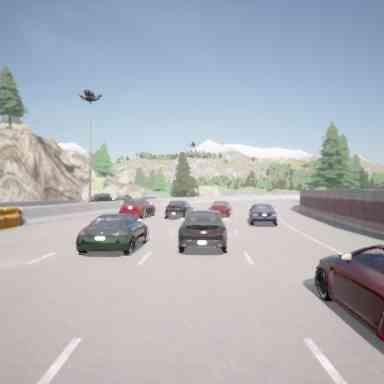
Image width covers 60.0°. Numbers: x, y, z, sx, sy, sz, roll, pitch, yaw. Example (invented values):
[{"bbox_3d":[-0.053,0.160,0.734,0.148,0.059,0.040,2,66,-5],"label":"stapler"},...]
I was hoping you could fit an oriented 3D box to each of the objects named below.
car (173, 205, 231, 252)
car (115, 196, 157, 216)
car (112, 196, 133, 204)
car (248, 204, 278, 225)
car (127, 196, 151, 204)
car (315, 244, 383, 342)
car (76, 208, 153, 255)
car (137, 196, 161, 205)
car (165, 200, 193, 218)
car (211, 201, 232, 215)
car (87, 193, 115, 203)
[{"bbox_3d":[0.504,1.498,13.922,1.837,1.490,4.892,0,0,4],"label":"car"},{"bbox_3d":[-4.672,1.337,29.162,2.097,1.767,4.553,0,0,10],"label":"car"},{"bbox_3d":[-13.248,1.529,63.654,1.994,1.385,4.181,0,0,22],"label":"car"},{"bbox_3d":[5.073,1.535,24.043,2.033,1.411,5.357,0,0,8],"label":"car"},{"bbox_3d":[-9.886,1.515,62.647,2.033,1.411,5.357,0,0,22],"label":"car"},{"bbox_3d":[3.650,1.561,5.620,1.994,1.385,4.181,0,0,1],"label":"car"},{"bbox_3d":[-3.035,1.557,13.399,1.994,1.385,4.181,0,0,3],"label":"car"},{"bbox_3d":[-7.559,1.516,59.008,2.033,1.411,5.357,0,0,21],"label":"car"},{"bbox_3d":[-1.075,1.489,29.481,1.837,1.490,4.892,0,0,10],"label":"car"},{"bbox_3d":[2.655,1.510,30.444,1.812,1.442,4.674,0,0,11],"label":"car"},{"bbox_3d":[-17.379,1.189,62.624,2.150,2.045,5.566,0,0,21],"label":"car"}]
